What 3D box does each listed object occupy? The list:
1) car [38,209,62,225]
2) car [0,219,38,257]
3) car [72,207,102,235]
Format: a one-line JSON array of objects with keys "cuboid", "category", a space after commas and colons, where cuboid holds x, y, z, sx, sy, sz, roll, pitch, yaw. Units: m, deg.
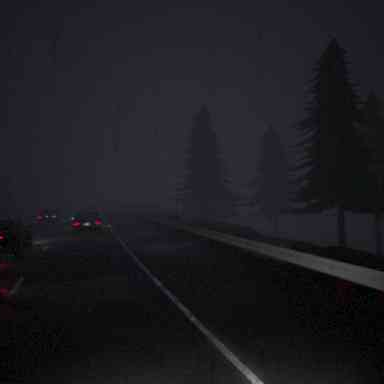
[{"cuboid": [-13.756, 2.326, 32.305, 2.033, 1.411, 5.357, -2, 0, -17], "category": "car"}, {"cuboid": [-8.216, 1.931, 14.504, 1.837, 1.490, 4.892, -2, 0, -18], "category": "car"}, {"cuboid": [-6.997, 1.992, 22.224, 2.033, 1.411, 5.357, -2, 0, -17], "category": "car"}]
